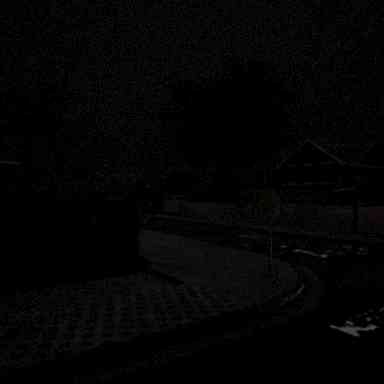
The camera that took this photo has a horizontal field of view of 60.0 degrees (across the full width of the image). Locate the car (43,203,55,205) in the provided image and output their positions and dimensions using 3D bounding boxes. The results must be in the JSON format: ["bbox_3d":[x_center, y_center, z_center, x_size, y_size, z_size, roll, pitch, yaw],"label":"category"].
[{"bbox_3d":[-19.980,2.233,46.579,2.033,1.411,5.357,2,-2,-42],"label":"car"}]
